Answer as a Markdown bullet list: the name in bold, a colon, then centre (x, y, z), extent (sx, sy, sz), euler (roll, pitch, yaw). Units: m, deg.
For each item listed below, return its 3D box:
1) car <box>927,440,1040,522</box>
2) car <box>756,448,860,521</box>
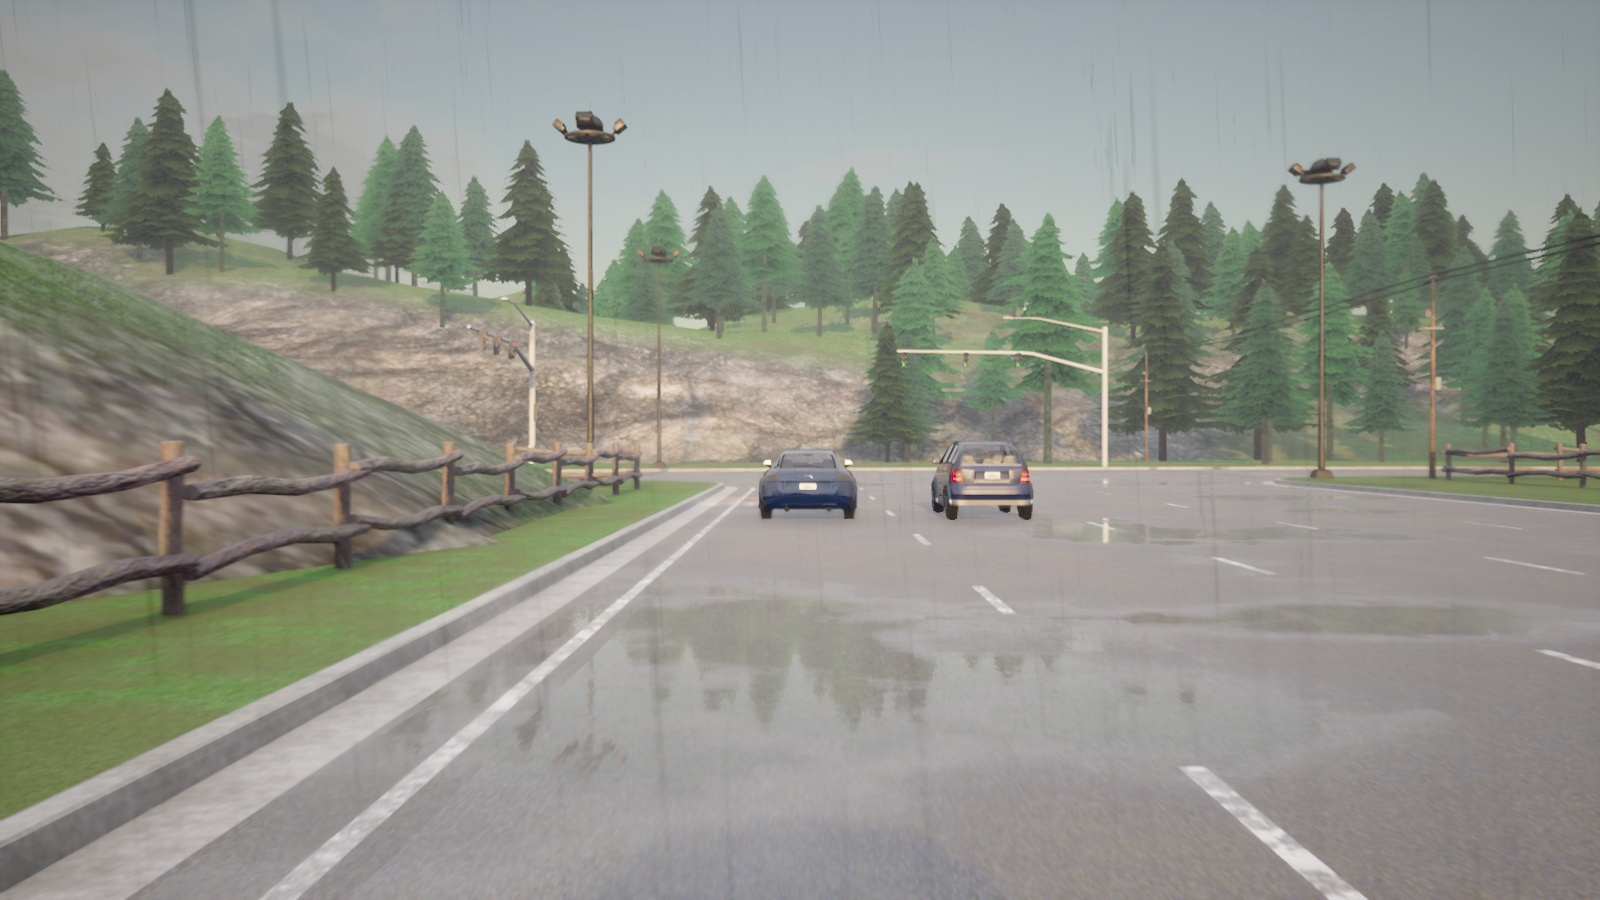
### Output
- **car**: centre (3.662, 0.576, 25.678), extent (1.789, 1.549, 3.705), euler (0, 0, 0)
- **car**: centre (0.164, 0.655, 26.198), extent (1.994, 1.385, 4.181), euler (0, 0, 0)
